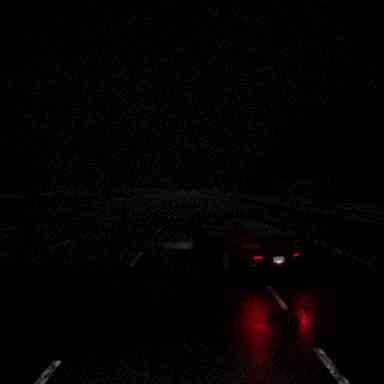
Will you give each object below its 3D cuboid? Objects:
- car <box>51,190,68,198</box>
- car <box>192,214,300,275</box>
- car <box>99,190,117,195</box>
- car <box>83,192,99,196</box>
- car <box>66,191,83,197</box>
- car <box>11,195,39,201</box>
[{"bbox_3d":[-27.993,0.567,70.825,2.150,2.045,5.566,0,0,0],"label":"car"},{"bbox_3d":[1.413,1.401,10.107,1.812,1.442,4.674,0,1,-16],"label":"car"},{"bbox_3d":[-17.493,0.567,70.824,2.150,2.045,5.566,0,0,0],"label":"car"},{"bbox_3d":[-20.993,0.819,70.855,1.882,1.535,5.008,0,0,0],"label":"car"},{"bbox_3d":[-24.493,0.894,70.856,1.994,1.385,4.181,0,0,0],"label":"car"},{"bbox_3d":[-17.511,1.119,34.868,1.837,1.490,4.892,0,0,0],"label":"car"}]
